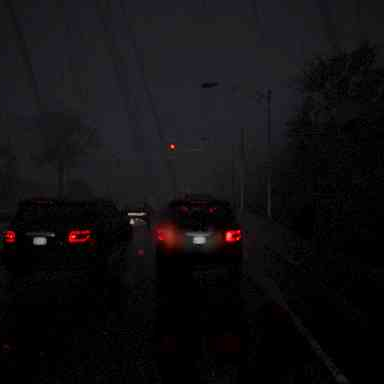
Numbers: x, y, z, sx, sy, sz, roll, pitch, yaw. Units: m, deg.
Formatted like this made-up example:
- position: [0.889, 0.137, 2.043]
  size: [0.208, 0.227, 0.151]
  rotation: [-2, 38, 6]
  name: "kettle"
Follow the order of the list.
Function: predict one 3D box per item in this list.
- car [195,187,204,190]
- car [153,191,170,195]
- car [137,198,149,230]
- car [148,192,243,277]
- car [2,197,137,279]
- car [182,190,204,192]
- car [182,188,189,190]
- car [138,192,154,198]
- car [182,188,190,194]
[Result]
- position: [1.725, 0.336, 78.473]
  size: [2.097, 1.767, 4.553]
  rotation: [0, 3, 1]
  name: "car"
- position: [-5.648, 1.116, 64.237]
  size: [2.033, 1.411, 5.357]
  rotation: [0, 1, 2]
  name: "car"
- position: [-3.122, 1.360, 19.933]
  size: [2.128, 1.511, 4.902]
  rotation: [0, 0, 1]
  name: "car"
- position: [0.204, 1.154, 10.141]
  size: [2.150, 2.045, 5.566]
  rotation: [0, 0, 1]
  name: "car"
- position: [-3.299, 1.154, 9.981]
  size: [2.150, 2.045, 5.566]
  rotation: [0, 0, 1]
  name: "car"
- position: [0.395, 1.087, 20.470]
  size: [2.150, 2.045, 5.566]
  rotation: [0, 0, 1]
  name: "car"
- position: [-1.783, 0.540, 78.186]
  size: [2.033, 1.411, 5.357]
  rotation: [0, 3, 1]
  name: "car"
- position: [-9.149, 1.169, 64.317]
  size: [1.895, 1.301, 4.718]
  rotation: [0, 1, 2]
  name: "car"
- position: [-1.521, -0.287, 88.592]
  size: [1.882, 1.535, 5.008]
  rotation: [0, 3, 1]
  name: "car"
